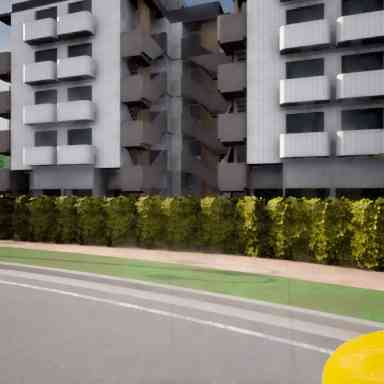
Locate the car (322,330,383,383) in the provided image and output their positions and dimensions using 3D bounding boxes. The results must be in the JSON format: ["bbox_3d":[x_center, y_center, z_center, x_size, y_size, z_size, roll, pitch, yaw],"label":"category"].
[{"bbox_3d":[3.191,1.478,1.455,5.008,1.535,1.882,-1,0,37],"label":"car"}]
